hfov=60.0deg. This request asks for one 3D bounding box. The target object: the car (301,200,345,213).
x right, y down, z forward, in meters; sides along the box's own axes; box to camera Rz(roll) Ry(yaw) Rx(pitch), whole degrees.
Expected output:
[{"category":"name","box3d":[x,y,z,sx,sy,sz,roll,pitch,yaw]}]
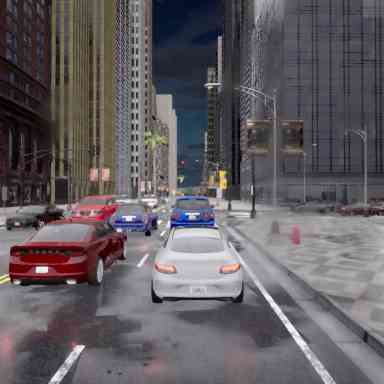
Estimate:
[{"category":"car","box3d":[15.224,1.663,38.700,4.313,1.339,1.947,0,0,-1]}]

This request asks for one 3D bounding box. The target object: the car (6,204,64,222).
[{"category":"car","box3d":[-9.830,1.527,21.200,1.882,1.535,5.008,0,0,0]}]

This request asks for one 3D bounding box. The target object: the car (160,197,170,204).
[{"category":"car","box3d":[-6.418,1.976,79.329,1.812,1.442,4.674,0,0,0]}]

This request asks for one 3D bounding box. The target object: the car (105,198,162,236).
[{"category":"car","box3d":[-3.131,1.392,18.688,2.097,1.767,4.553,0,0,0]}]

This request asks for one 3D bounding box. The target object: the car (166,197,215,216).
[{"category":"car","box3d":[0.044,1.258,17.791,2.150,2.045,5.566,0,0,1]}]

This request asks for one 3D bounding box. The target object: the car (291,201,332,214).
[{"category":"car","box3d":[12.839,1.637,35.914,4.181,1.385,1.994,0,-1,-1]}]

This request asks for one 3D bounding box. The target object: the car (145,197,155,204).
[{"category":"car","box3d":[-9.671,1.955,76.833,1.812,1.442,4.674,0,0,0]}]

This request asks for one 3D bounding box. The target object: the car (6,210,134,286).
[{"category":"car","box3d":[-3.143,1.489,9.462,1.882,1.535,5.008,0,0,0]}]

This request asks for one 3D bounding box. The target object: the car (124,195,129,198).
[{"category":"car","box3d":[-9.856,1.416,45.231,2.150,2.045,5.566,0,0,1]}]

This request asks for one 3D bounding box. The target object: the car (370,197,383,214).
[{"category":"car","box3d":[22.171,1.394,36.047,4.553,1.767,2.097,0,-1,-1]}]

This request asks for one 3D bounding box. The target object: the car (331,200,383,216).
[{"category":"car","box3d":[15.345,1.578,30.176,4.206,1.307,1.802,0,0,-1]}]

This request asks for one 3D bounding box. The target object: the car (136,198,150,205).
[{"category":"car","box3d":[-9.703,1.895,66.643,2.033,1.411,5.357,0,0,0]}]

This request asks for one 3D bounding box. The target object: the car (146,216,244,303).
[{"category":"car","box3d":[0.107,1.534,8.089,1.812,1.442,4.674,0,0,0]}]

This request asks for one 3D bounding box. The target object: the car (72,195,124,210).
[{"category":"car","box3d":[-6.579,1.280,23.123,2.150,2.045,5.566,0,0,0]}]

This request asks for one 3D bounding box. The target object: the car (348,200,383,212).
[{"category":"car","box3d":[20.864,1.644,38.782,4.313,1.339,1.947,0,0,-1]}]

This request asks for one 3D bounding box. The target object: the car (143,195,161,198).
[{"category":"car","box3d":[-6.547,1.451,50.985,2.150,2.045,5.566,0,0,0]}]

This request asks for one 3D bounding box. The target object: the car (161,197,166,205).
[{"category":"car","box3d":[-6.438,1.866,68.215,1.837,1.490,4.892,0,-1,0]}]
